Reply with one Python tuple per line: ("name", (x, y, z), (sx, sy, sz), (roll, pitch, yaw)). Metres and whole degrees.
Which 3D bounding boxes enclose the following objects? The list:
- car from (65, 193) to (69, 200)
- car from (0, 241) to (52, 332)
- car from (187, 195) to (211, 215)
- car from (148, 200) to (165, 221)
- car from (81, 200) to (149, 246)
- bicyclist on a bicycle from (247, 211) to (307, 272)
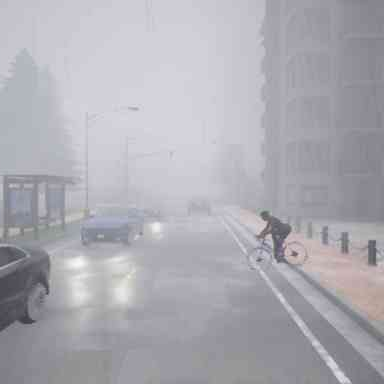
("car", (-23.910, 0.650, 60.087), (1.932, 1.855, 4.605), (0, 0, 0))
("car", (-3.556, 1.453, 4.276), (2.128, 1.511, 4.902), (0, 0, 1))
("car", (0.657, 1.100, 30.946), (2.097, 1.767, 4.553), (0, 0, 1))
("car", (-3.125, 1.318, 25.064), (1.812, 1.442, 4.674), (0, 0, 1))
("car", (-3.349, 1.353, 14.828), (1.882, 1.535, 5.008), (0, 0, 1))
("bicyclist on a bicycle", (2.231, 1.300, 8.985), (1.656, 1.620, 0.582), (-9, 0, 1))
